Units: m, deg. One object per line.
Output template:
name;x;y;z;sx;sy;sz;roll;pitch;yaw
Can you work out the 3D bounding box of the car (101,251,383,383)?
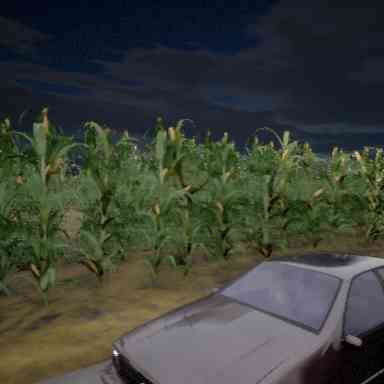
car;1.690;1.553;4.295;5.357;1.411;2.033;0;0;-36
